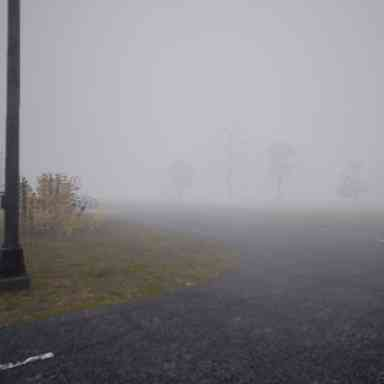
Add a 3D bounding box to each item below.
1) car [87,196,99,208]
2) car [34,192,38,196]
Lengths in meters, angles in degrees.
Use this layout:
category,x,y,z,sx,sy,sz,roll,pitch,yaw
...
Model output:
category,x,y,z,sx,sy,sz,roll,pitch,yaw
car,-13.206,1.222,41.650,2.128,1.511,4.902,0,1,-35
car,-35.285,0.774,75.470,1.837,1.490,4.892,0,1,-28
